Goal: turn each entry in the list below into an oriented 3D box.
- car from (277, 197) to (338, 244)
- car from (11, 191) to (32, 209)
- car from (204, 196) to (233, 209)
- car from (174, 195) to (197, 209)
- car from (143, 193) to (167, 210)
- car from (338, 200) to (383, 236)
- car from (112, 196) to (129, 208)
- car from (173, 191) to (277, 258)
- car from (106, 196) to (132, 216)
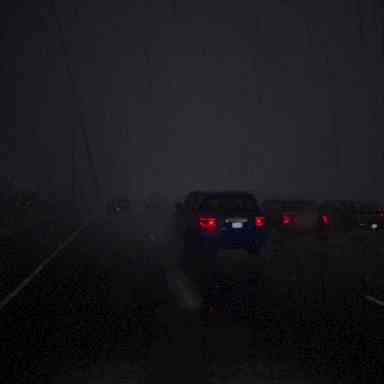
[{"bbox_3d":[3.811,1.055,14.289,2.097,1.767,4.553,0,1,-12],"label":"car"},{"bbox_3d":[-19.116,0.850,38.142,2.150,2.045,5.566,0,0,-11],"label":"car"},{"bbox_3d":[2.822,1.093,36.534,1.895,1.301,4.718,0,0,-12],"label":"car"},{"bbox_3d":[-0.801,1.040,36.784,1.812,1.442,4.674,0,0,-12],"label":"car"},{"bbox_3d":[-3.835,0.899,34.153,2.097,1.767,4.553,0,0,-12],"label":"car"},{"bbox_3d":[7.020,1.154,16.068,2.128,1.511,4.902,0,1,-12],"label":"car"},{"bbox_3d":[-8.753,1.147,40.725,1.895,1.301,4.718,0,0,-12],"label":"car"},{"bbox_3d":[0.720,0.976,11.932,2.150,2.045,5.566,0,1,-12],"label":"car"},{"bbox_3d":[-6.017,1.093,27.357,2.128,1.511,4.902,0,0,-11],"label":"car"}]
